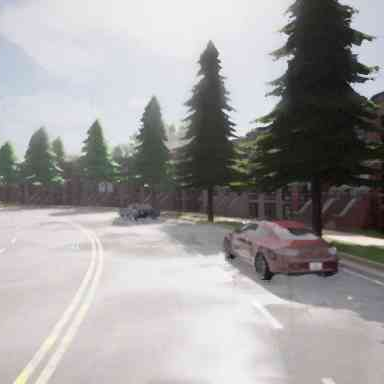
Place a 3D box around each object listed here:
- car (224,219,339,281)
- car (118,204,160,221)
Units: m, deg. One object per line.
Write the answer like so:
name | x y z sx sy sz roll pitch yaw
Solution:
car | 2.366 1.513 9.811 1.812 1.442 4.674 0 0 -11
car | -4.368 1.585 26.722 1.895 1.301 4.718 0 0 -31
